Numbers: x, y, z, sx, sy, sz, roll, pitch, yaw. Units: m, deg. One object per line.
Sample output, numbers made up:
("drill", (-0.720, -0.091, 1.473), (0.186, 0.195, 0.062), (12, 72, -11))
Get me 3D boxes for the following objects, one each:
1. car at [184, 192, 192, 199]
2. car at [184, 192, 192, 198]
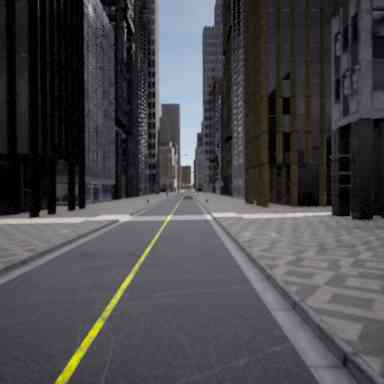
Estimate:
("car", (-0.964, 1.039, 76.415), (1.895, 1.301, 4.718), (0, 0, -1))
("car", (-1.095, 0.805, 86.491), (2.128, 1.511, 4.902), (0, 0, -1))
